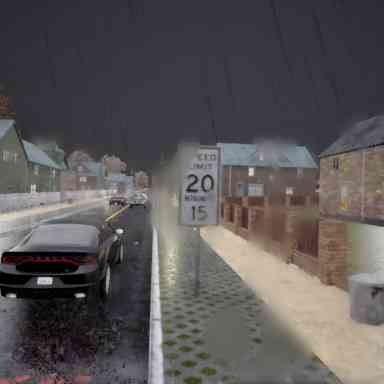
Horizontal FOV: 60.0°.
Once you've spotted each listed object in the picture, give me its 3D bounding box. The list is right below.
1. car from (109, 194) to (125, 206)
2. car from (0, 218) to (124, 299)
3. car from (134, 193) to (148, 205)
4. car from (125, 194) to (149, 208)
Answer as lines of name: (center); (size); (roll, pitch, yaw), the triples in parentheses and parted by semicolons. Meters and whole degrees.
car: (-9.497, 0.976, 42.905); (2.033, 1.411, 5.357); (2, 0, -6)
car: (-2.825, 1.365, 8.230); (1.882, 1.535, 5.008); (2, 0, -6)
car: (-7.336, 0.973, 48.291); (1.812, 1.442, 4.674); (2, 0, -6)
car: (-6.199, 1.104, 38.659); (2.033, 1.411, 5.357); (2, 0, -6)
